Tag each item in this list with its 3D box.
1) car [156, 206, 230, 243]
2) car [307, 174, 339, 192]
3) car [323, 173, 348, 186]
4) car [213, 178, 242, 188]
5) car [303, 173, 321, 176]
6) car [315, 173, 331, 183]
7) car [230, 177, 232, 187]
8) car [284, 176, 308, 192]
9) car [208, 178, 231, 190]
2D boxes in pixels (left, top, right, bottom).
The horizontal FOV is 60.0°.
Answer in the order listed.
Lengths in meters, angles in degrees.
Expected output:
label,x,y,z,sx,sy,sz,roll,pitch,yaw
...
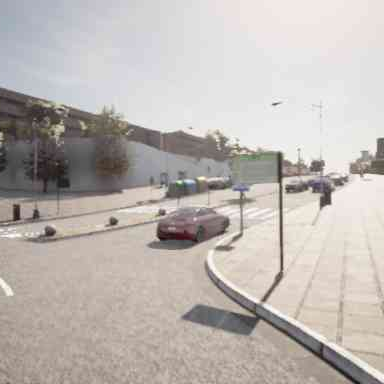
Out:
label,x,y,z,sx,sy,sz,roll,pitch,yaw
car,0.166,1.349,15.258,1.994,1.385,4.181,-1,2,29
car,15.060,-0.899,38.056,1.882,1.535,5.008,-1,4,32
car,20.301,-1.711,46.931,2.128,1.511,4.902,-1,4,29
car,5.941,-1.525,55.827,4.674,1.452,2.002,-3,3,10
car,17.805,-1.585,48.612,1.895,1.301,4.718,-1,4,29
car,22.586,-2.475,57.276,2.128,1.511,4.902,-1,4,27
car,4.487,-1.323,53.259,4.892,1.521,2.231,-3,4,11
car,12.557,-0.803,39.708,2.033,1.411,5.357,-1,4,32
car,2.968,-1.049,50.725,4.792,1.488,2.163,-3,4,11
